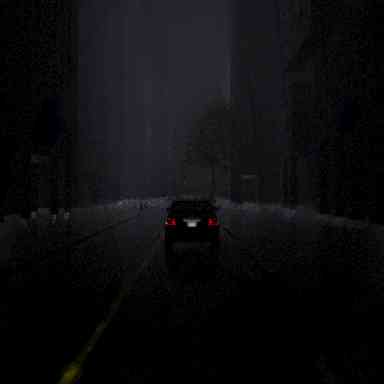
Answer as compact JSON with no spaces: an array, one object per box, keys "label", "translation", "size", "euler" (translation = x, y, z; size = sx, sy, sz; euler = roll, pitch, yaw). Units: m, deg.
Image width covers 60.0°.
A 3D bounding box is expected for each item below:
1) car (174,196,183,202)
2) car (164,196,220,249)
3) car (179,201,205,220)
[{"label":"car","translation":[-3.001,1.583,75.913],"size":[1.994,1.385,4.181],"euler":[0,0,0]},{"label":"car","translation":[0.000,1.261,14.680],"size":[2.150,2.045,5.566],"euler":[0,0,0]},{"label":"car","translation":[0.000,1.579,29.651],"size":[2.033,1.411,5.357],"euler":[0,0,0]}]
